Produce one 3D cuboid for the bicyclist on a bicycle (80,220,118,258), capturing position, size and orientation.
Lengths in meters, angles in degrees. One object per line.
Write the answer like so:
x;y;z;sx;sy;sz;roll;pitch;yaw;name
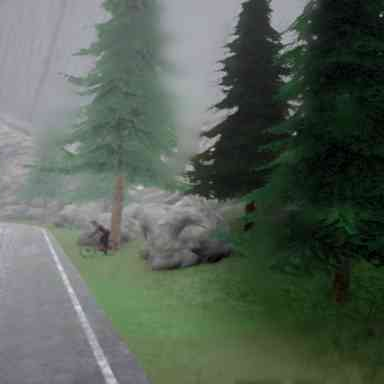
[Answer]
-4.101;2.051;14.635;1.656;1.620;0.582;-3;-3;-26;bicyclist on a bicycle
